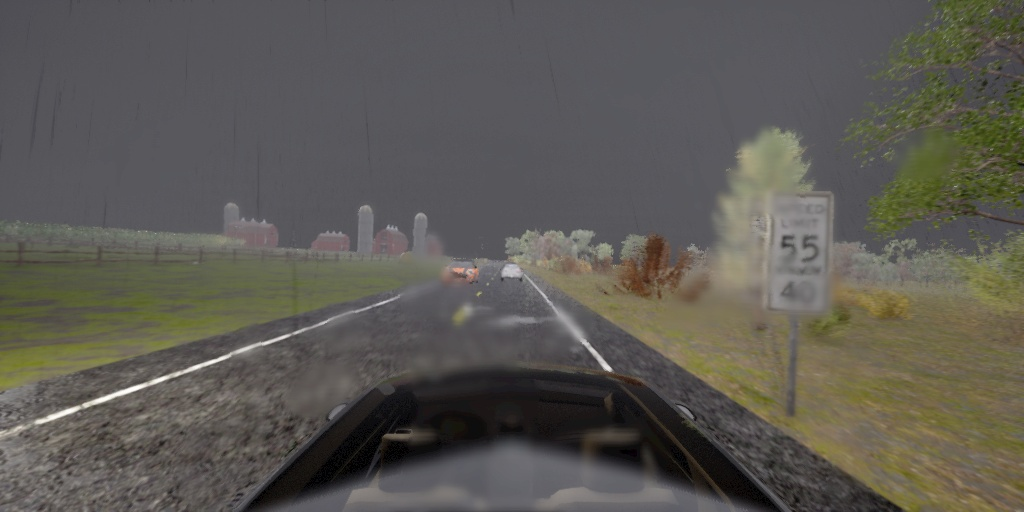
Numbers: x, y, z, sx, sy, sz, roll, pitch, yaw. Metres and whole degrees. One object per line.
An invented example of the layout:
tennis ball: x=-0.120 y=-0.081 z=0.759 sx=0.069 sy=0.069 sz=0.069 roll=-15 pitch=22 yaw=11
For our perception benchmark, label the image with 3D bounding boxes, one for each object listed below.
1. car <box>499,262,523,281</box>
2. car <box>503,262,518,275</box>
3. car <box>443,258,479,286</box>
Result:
car: x=-0.046 y=1.465 z=32.505 sx=1.812 sy=1.442 sz=4.674 roll=2 pitch=0 yaw=0
car: x=-0.161 y=1.554 z=46.852 sx=1.812 sy=1.442 sz=4.674 roll=2 pitch=0 yaw=0
car: x=-3.487 y=1.046 z=25.290 sx=2.097 sy=1.767 sz=4.553 roll=2 pitch=0 yaw=0
